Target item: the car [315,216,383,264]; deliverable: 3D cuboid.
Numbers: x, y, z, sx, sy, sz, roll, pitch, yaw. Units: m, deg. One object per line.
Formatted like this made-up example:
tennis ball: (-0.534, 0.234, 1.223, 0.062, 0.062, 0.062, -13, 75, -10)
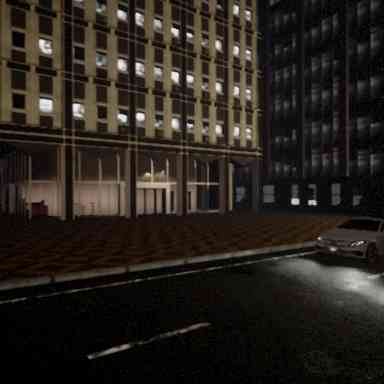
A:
car: (6.565, 1.629, 12.362, 4.674, 1.442, 1.812, 1, 0, -35)
